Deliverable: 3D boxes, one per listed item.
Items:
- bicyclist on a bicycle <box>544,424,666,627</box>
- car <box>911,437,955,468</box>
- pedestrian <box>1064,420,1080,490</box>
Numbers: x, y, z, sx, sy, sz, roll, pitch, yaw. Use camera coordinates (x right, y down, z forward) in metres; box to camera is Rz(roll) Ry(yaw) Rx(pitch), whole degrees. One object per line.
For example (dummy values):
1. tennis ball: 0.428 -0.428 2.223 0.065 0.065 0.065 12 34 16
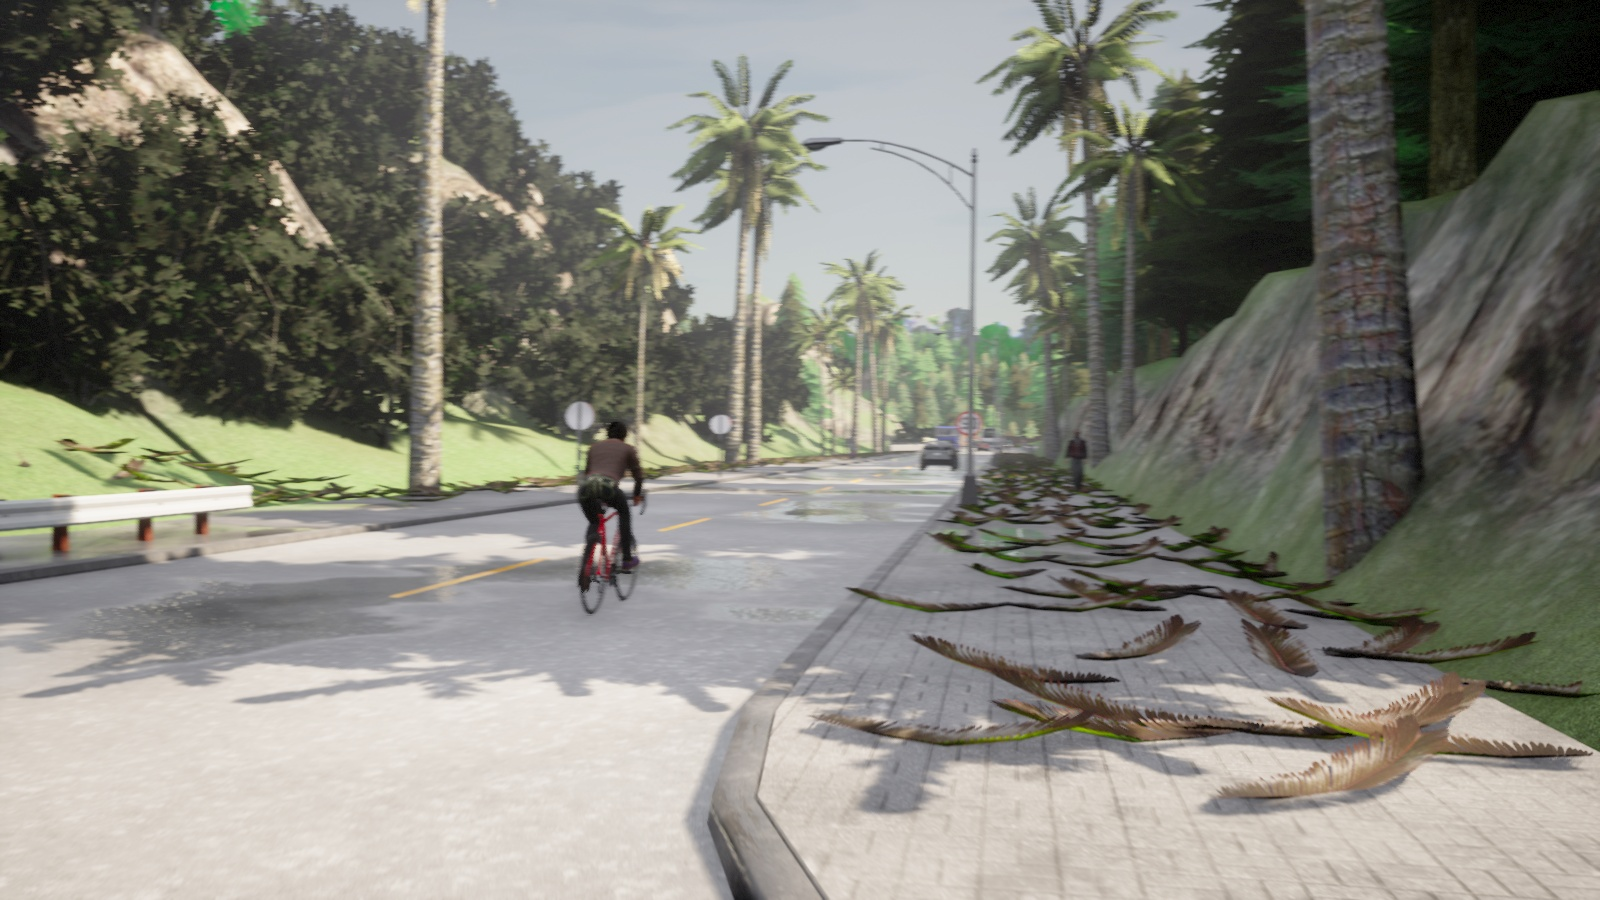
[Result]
1. bicyclist on a bicycle: -1.653 0.603 10.889 0.582 1.620 1.656 0 0 8
2. car: 6.833 0.107 64.154 2.007 1.525 4.514 0 1 9
3. pedestrian: 7.252 0.125 33.512 0.376 1.854 0.720 0 0 9
